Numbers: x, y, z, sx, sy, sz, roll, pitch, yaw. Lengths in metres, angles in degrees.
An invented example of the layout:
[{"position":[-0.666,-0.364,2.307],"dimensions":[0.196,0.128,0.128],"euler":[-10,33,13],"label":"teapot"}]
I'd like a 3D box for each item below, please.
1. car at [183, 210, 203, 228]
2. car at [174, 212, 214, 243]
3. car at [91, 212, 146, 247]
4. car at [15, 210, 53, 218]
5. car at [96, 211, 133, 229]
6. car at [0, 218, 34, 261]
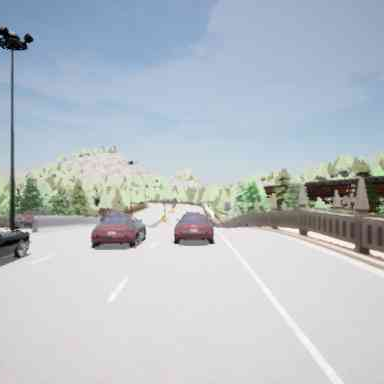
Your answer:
[{"position":[0.090,2.969,36.044],"dimensions":[2.097,1.767,4.553],"euler":[0,-6,0],"label":"car"},{"position":[0.094,1.831,17.451],"dimensions":[1.994,1.385,4.181],"euler":[0,-2,0],"label":"car"},{"position":[-3.404,1.782,16.098],"dimensions":[1.994,1.385,4.181],"euler":[0,-2,0],"label":"car"},{"position":[-14.100,2.377,29.843],"dimensions":[2.097,1.767,4.553],"euler":[0,-5,0],"label":"car"},{"position":[-6.909,2.542,30.182],"dimensions":[2.128,1.511,4.902],"euler":[0,-5,0],"label":"car"},{"position":[-6.903,1.698,10.270],"dimensions":[1.895,1.301,4.718],"euler":[0,-1,0],"label":"car"}]
